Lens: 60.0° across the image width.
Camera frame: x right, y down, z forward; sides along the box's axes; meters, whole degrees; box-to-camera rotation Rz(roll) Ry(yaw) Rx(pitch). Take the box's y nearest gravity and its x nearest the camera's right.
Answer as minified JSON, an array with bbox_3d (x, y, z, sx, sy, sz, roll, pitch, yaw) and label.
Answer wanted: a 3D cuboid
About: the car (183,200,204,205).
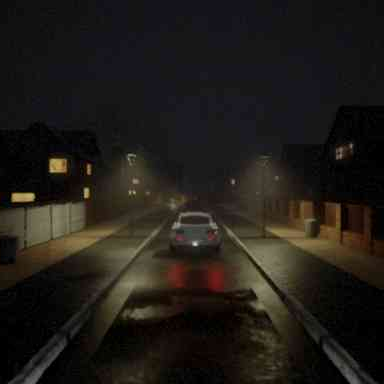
[{"bbox_3d":[0.163,1.454,30.368,1.812,1.442,4.674,0,0,0],"label":"car"}]

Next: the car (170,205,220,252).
[{"bbox_3d":[0.120,1.496,13.527,1.812,1.442,4.674,0,0,0],"label":"car"}]
